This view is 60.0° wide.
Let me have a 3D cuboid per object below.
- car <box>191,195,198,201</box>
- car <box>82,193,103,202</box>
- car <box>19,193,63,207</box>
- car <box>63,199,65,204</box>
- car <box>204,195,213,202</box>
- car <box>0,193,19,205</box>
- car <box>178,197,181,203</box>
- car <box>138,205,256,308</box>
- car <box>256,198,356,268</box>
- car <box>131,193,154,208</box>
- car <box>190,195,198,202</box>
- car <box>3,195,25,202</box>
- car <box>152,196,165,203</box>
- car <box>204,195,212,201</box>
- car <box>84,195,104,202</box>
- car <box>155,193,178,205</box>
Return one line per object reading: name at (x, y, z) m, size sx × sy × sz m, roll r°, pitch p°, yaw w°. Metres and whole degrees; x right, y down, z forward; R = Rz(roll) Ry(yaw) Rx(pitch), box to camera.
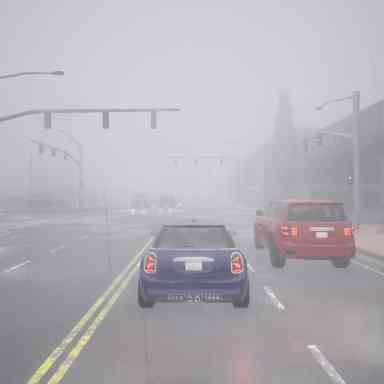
car at (0.669, 1.478, 87.748) m, size 1.882 × 1.535 × 5.008 m, roll 0°, pitch 0°, yaw 1°
car at (-21.590, 1.156, 70.181) m, size 3.866 × 1.878 × 1.905 m, roll 0°, pitch 0°, yaw 0°
car at (-21.573, 1.153, 47.663) m, size 4.605 × 1.855 × 1.932 m, roll 0°, pitch 0°, yaw 0°
car at (-21.523, 1.156, 50.558) m, size 3.866 × 1.878 × 1.905 m, roll 0°, pitch 0°, yaw 0°
car at (3.922, 1.524, 77.476) m, size 1.812 × 1.442 × 4.674 m, roll 0°, pitch 0°, yaw 1°
car at (-39.110, 1.153, 70.134) m, size 4.605 × 1.855 × 1.932 m, roll 0°, pitch 0°, yaw 0°
car at (-3.563, 1.526, 60.416) m, size 1.812 × 1.442 × 4.674 m, roll 0°, pitch 0°, yaw 1°
car at (0.040, 1.352, 8.092) m, size 2.097 × 1.767 × 4.553 m, roll 0°, pitch 0°, yaw 0°
car at (3.535, 1.221, 11.433) m, size 2.150 × 2.045 × 5.566 m, roll 0°, pitch 0°, yaw 2°
car at (-7.321, 1.221, 48.183) m, size 2.150 × 2.045 × 5.566 m, roll 0°, pitch 0°, yaw 1°
car at (0.426, 1.500, 77.658) m, size 1.837 × 1.490 × 4.892 m, roll 0°, pitch 0°, yaw 1°
car at (-39.050, 1.364, 73.030) m, size 3.905 × 1.438 × 1.784 m, roll 0°, pitch 0°, yaw 0°
car at (-6.807, 1.547, 68.406) m, size 2.033 × 1.411 × 5.357 m, roll 0°, pitch 0°, yaw 2°
car at (4.170, 1.525, 87.756) m, size 2.128 × 1.511 × 4.902 m, roll 0°, pitch 0°, yaw 1°
car at (-21.583, 1.395, 73.076) m, size 3.806 × 1.475 × 1.970 m, roll 0°, pitch 0°, yaw 0°
car at (-3.783, 1.221, 50.607) m, size 2.150 × 2.045 × 5.566 m, roll 0°, pitch 0°, yaw 1°
